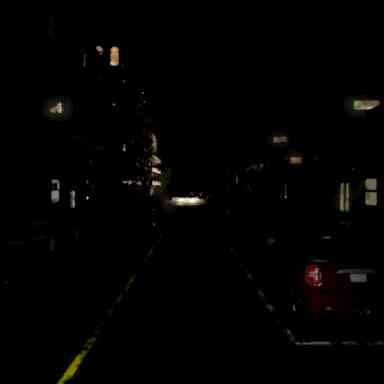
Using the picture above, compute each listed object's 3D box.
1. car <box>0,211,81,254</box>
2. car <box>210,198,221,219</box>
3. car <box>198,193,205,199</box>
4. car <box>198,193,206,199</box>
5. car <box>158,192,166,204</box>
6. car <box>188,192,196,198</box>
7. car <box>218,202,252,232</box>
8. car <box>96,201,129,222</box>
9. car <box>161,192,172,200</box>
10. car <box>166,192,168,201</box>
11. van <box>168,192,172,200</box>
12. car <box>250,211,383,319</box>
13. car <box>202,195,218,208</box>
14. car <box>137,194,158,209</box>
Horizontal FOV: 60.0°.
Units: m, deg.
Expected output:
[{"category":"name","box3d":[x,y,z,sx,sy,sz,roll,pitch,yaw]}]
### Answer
[{"category":"car","box3d":[-5.700,1.466,12.977,2.008,1.369,4.403,0,0,0]},{"category":"car","box3d":[2.677,1.393,24.386,2.008,1.369,4.403,0,0,0]},{"category":"car","box3d":[2.659,1.091,81.351,1.802,1.307,4.206,-1,0,0]},{"category":"car","box3d":[2.657,1.031,87.047,2.008,1.369,4.403,-1,0,0]},{"category":"car","box3d":[-5.714,1.105,52.851,1.967,1.590,4.097,0,0,0]},{"category":"car","box3d":[-0.027,1.007,91.480,1.994,1.385,4.181,0,0,0]},{"category":"car","box3d":[2.679,1.461,18.689,1.802,1.307,4.206,0,0,0]},{"category":"car","box3d":[-5.703,1.392,24.370,2.008,1.369,4.403,0,0,0]},{"category":"car","box3d":[-5.722,0.853,75.636,2.192,1.841,5.009,-1,0,0]},{"category":"car","box3d":[-5.714,1.159,58.379,1.752,1.417,4.829,0,0,0]},{"category":"van","box3d":[-5.720,0.910,69.941,1.690,1.788,3.998,-1,0,0]},{"category":"car","box3d":[2.682,1.395,7.294,1.967,1.590,4.097,0,0,0]},{"category":"car","box3d":[2.672,1.285,41.475,2.008,1.369,4.403,-1,0,0]},{"category":"car","box3d":[-5.709,1.260,41.290,1.752,1.417,4.829,0,0,0]}]
